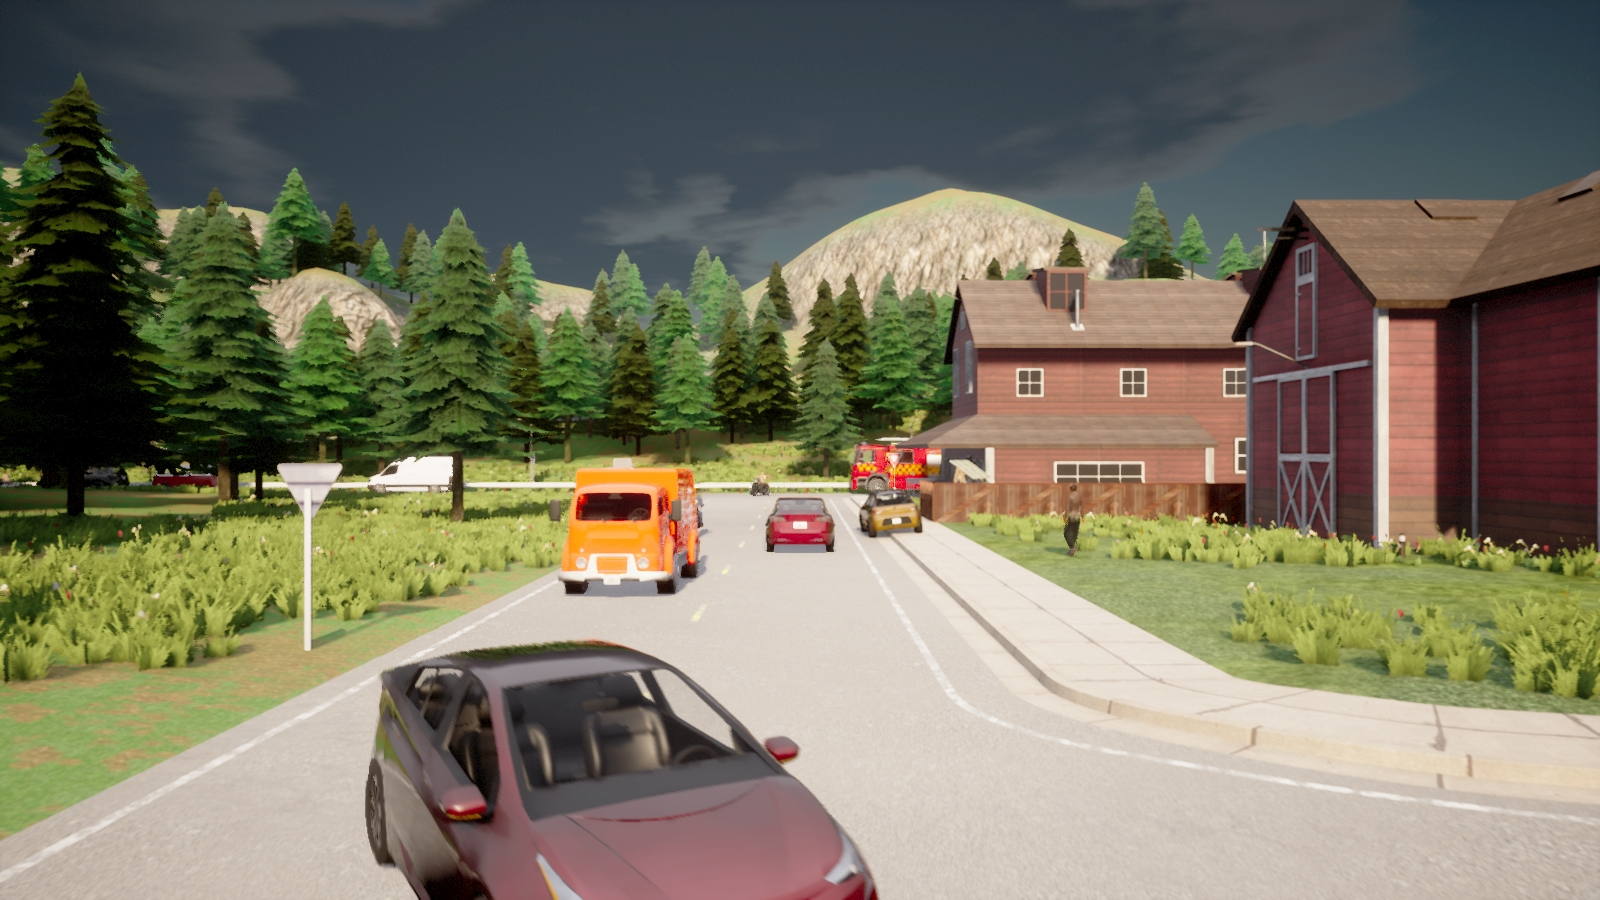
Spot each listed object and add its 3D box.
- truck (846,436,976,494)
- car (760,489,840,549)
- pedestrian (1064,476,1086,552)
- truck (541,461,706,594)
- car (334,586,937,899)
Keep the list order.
[{"bbox_3d":[7.427,0.980,77.069,8.468,3.827,2.891,0,0,0],"label":"truck"},{"bbox_3d":[0.005,1.962,33.530,2.163,1.488,4.792,0,0,0],"label":"car"},{"bbox_3d":[6.827,1.577,28.375,0.375,1.860,0.375,0,0,-18],"label":"pedestrian"},{"bbox_3d":[-3.497,1.460,23.834,2.627,2.467,5.204,0,0,0],"label":"truck"},{"bbox_3d":[-1.367,1.876,6.918,2.007,1.525,4.514,-1,0,-31],"label":"car"}]
